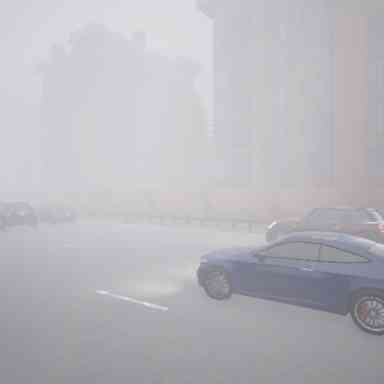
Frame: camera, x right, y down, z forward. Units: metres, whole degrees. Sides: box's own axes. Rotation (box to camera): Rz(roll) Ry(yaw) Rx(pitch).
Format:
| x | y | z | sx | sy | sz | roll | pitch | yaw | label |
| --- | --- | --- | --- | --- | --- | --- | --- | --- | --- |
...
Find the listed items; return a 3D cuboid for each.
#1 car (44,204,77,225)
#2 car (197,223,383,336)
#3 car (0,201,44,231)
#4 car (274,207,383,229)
| x | y | z | sx | sy | sz | roll | pitch | yaw | label |
| --- | --- | --- | --- | --- | --- | --- | --- | --- | --- |
| -10.251 | 1.564 | 24.204 | 4.181 | 1.385 | 1.994 | 0 | 0 | 35 | car |
| 2.291 | 1.526 | 6.656 | 4.674 | 1.442 | 1.812 | 0 | 0 | 36 | car |
| -11.775 | 1.353 | 20.990 | 4.553 | 1.767 | 2.097 | 0 | 0 | 35 | car |
| 5.284 | 1.352 | 13.122 | 4.553 | 1.767 | 2.097 | 0 | 0 | 35 | car |
